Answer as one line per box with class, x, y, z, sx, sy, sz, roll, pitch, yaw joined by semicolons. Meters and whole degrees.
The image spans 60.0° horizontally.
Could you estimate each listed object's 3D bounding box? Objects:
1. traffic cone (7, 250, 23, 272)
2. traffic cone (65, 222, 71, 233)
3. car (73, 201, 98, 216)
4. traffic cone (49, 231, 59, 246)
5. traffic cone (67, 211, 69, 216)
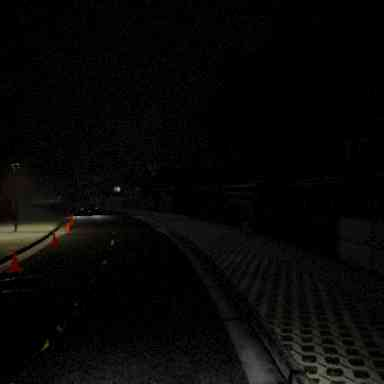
traffic cone;-5.173;2.001;9.736;0.340;0.580;0.340;0;0;-8
traffic cone;-7.134;2.035;19.222;0.340;0.580;0.340;0;0;-15
car;-11.198;1.659;34.897;1.812;1.442;4.674;0;0;-28
traffic cone;-6.007;2.018;14.509;0.340;0.580;0.340;0;0;-12
traffic cone;-10.252;2.070;28.394;0.340;0.580;0.340;0;0;-22
